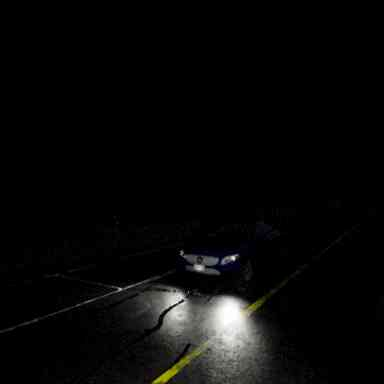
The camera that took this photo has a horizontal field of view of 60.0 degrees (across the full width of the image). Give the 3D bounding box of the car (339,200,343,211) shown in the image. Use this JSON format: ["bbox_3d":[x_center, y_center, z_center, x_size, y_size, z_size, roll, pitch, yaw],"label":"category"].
[{"bbox_3d":[16.359,1.441,38.861,1.967,1.590,4.097,0,0,32],"label":"car"}]

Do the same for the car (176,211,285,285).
[{"bbox_3d":[1.394,1.525,9.838,1.812,1.442,4.674,0,0,32],"label":"car"}]

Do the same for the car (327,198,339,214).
[{"bbox_3d":[13.448,1.566,34.164,1.947,1.339,4.313,0,0,32],"label":"car"}]

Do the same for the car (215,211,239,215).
[{"bbox_3d":[1.807,1.566,15.379,1.947,1.339,4.313,0,0,32],"label":"car"}]

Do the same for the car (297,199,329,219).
[{"bbox_3d":[10.538,1.582,29.468,1.802,1.307,4.206,0,0,32],"label":"car"}]
